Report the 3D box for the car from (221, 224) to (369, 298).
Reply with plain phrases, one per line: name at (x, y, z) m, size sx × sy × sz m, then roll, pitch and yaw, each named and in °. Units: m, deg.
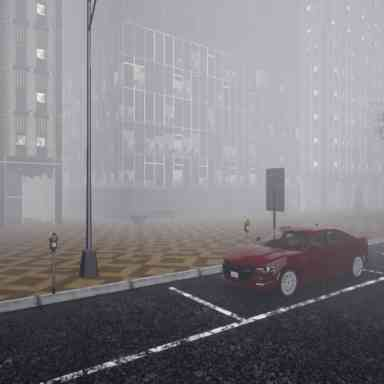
car at (2.748, 1.545, 8.527) m, size 4.507 × 1.381 × 1.887 m, roll 0°, pitch 0°, yaw -36°
